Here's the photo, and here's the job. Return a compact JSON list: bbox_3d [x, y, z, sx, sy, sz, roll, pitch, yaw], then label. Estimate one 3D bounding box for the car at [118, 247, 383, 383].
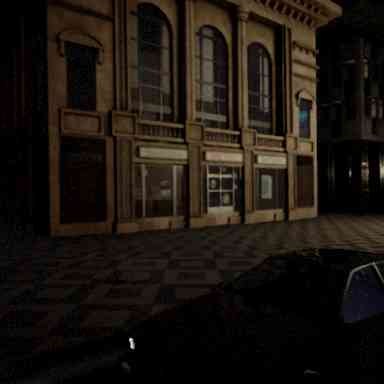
[{"bbox_3d":[1.805,1.548,4.551,5.357,1.411,2.033,0,0,-36],"label":"car"}]
